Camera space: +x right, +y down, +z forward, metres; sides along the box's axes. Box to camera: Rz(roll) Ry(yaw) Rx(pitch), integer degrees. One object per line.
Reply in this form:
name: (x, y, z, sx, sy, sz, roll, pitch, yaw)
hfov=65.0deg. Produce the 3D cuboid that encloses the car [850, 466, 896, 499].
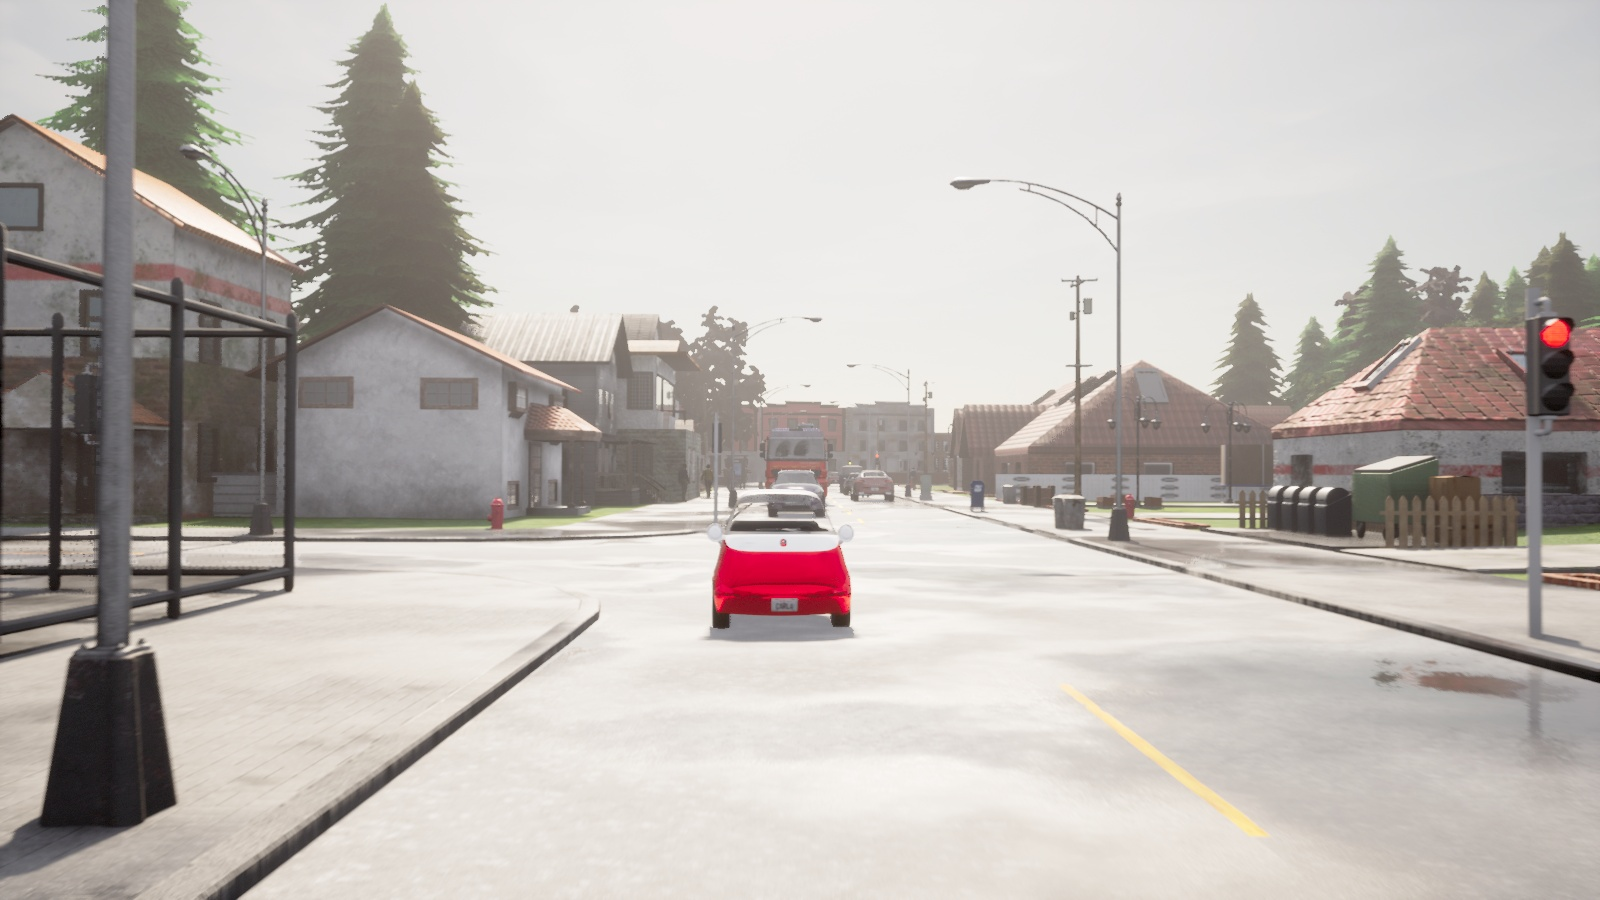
car: (3.816, 1.691, 66.508, 2.152, 1.651, 5.027, 0, -1, 0)

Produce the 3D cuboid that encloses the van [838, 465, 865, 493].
van: (3.736, 2.077, 91.068, 1.775, 1.987, 4.442, 0, -1, 0)

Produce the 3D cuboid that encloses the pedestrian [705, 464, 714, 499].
pedestrian: (-4.814, 1.658, 66.551, 0.431, 1.840, 0.709, 0, -1, -1)

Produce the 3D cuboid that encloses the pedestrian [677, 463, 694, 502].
pedestrian: (-5.447, 1.543, 59.548, 0.370, 1.835, 0.726, -1, -1, 43)

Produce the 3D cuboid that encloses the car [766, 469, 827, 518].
car: (-0.131, 1.489, 44.440, 2.033, 1.649, 4.856, 0, -1, -1)

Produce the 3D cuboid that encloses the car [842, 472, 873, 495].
car: (3.773, 2.194, 82.462, 1.816, 1.474, 4.193, 0, -1, 0)

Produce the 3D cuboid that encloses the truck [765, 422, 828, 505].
truck: (-0.174, 0.685, 61.764, 2.891, 3.827, 8.468, 0, -1, 0)

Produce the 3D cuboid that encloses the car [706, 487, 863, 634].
car: (-0.233, 1.091, 13.180, 1.481, 1.376, 2.207, 0, -1, -5)
